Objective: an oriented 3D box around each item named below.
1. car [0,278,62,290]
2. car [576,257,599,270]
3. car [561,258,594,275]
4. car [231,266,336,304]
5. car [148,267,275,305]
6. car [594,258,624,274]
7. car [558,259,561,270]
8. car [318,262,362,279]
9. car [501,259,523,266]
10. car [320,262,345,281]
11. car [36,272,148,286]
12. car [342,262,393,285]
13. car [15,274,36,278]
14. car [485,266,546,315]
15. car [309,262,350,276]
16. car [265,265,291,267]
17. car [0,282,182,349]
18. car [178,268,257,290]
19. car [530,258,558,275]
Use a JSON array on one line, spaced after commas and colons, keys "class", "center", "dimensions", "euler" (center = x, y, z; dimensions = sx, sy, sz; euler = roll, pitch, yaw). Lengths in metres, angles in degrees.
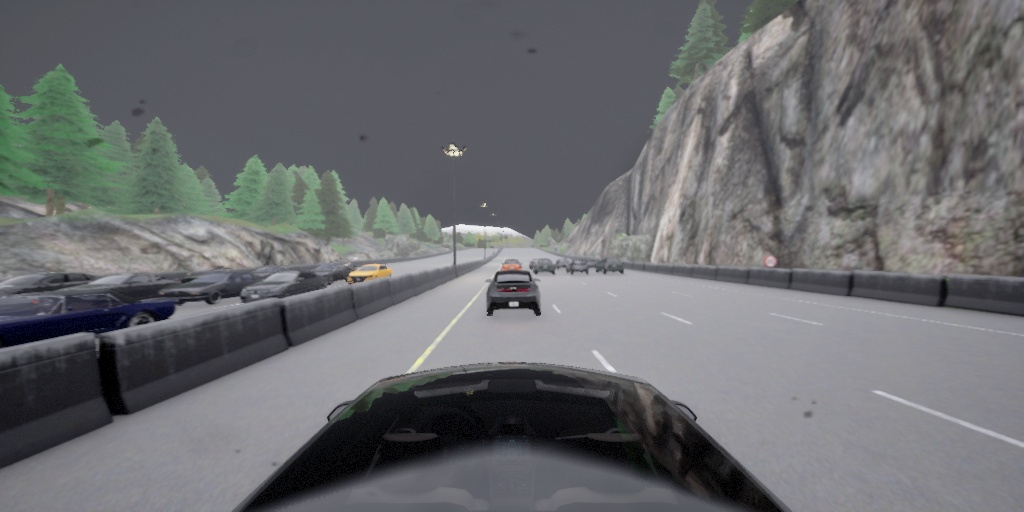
[{"class": "car", "center": [-14.124, 1.441, 8.137], "dimensions": [1.812, 1.442, 4.674], "euler": [-1, 0, 0]}, {"class": "car", "center": [10.367, 0.999, 49.478], "dimensions": [2.128, 1.511, 4.902], "euler": [-1, 1, 0]}, {"class": "car", "center": [6.884, 1.142, 38.140], "dimensions": [2.128, 1.511, 4.902], "euler": [-1, 0, 0]}, {"class": "car", "center": [-10.669, 1.432, 17.236], "dimensions": [1.812, 1.442, 4.674], "euler": [-1, 0, 0]}, {"class": "car", "center": [-14.167, 1.491, 17.722], "dimensions": [2.033, 1.411, 5.357], "euler": [-1, 0, 0]}, {"class": "car", "center": [10.381, 0.963, 38.528], "dimensions": [2.097, 1.767, 4.553], "euler": [-1, 0, 0]}, {"class": "car", "center": [6.866, 1.094, 49.211], "dimensions": [2.033, 1.411, 5.357], "euler": [-1, 1, 0]}, {"class": "car", "center": [-17.663, 1.405, 37.056], "dimensions": [2.128, 1.511, 4.902], "euler": [-1, 0, 0]}, {"class": "car", "center": [-0.012, 1.090, 35.702], "dimensions": [2.097, 1.767, 4.553], "euler": [-1, 0, 0]}, {"class": "car", "center": [-14.182, 1.419, 27.961], "dimensions": [2.128, 1.511, 4.902], "euler": [-1, 0, 0]}, {"class": "car", "center": [-17.656, 1.503, 16.380], "dimensions": [1.812, 1.442, 4.674], "euler": [-1, 0, 0]}, {"class": "car", "center": [-10.673, 1.370, 27.385], "dimensions": [1.882, 1.535, 5.008], "euler": [-1, 0, 0]}, {"class": "car", "center": [-21.163, 1.518, 16.238], "dimensions": [1.837, 1.490, 4.892], "euler": [-1, 0, 0]}, {"class": "car", "center": [0.046, 1.289, 13.761], "dimensions": [1.837, 1.490, 4.892], "euler": [-1, 0, 0]}, {"class": "car", "center": [-21.127, 1.461, 41.755], "dimensions": [2.033, 1.411, 5.357], "euler": [-1, 0, 0]}, {"class": "car", "center": [-17.680, 1.460, 26.599], "dimensions": [2.128, 1.511, 4.902], "euler": [-1, 0, 0]}, {"class": "car", "center": [-10.626, 1.480, 8.087], "dimensions": [1.895, 1.301, 4.718], "euler": [-1, 0, 0]}, {"class": "car", "center": [-21.179, 1.607, 26.095], "dimensions": [1.895, 1.301, 4.718], "euler": [-1, 0, 0]}, {"class": "car", "center": [3.382, 1.036, 38.513], "dimensions": [2.097, 1.767, 4.553], "euler": [-1, 0, 0]}]
